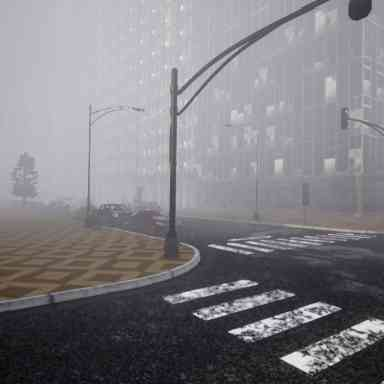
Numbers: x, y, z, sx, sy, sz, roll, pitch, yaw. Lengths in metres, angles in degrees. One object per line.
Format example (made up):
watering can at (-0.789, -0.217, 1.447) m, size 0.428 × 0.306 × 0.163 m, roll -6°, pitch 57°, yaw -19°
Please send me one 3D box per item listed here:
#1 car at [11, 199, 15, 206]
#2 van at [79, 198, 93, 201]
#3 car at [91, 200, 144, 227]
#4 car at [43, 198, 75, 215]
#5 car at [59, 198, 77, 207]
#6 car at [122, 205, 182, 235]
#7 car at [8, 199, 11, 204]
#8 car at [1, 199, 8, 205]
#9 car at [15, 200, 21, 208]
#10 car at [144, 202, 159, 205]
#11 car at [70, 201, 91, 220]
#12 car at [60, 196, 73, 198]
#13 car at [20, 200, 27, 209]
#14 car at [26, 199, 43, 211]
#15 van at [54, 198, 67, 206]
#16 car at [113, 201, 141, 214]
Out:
car at (-31.535, 2.123, 61.307) m, size 2.008 × 1.369 × 4.403 m, roll 1°, pitch -1°, yaw -35°
van at (-18.154, 1.953, 56.792) m, size 1.690 × 1.788 × 3.998 m, roll 1°, pitch -1°, yaw -35°
car at (-5.487, 1.575, 24.042) m, size 1.967 × 1.590 × 4.097 m, roll 1°, pitch -1°, yaw -35°
car at (-15.255, 1.739, 38.017) m, size 1.967 × 1.590 × 4.097 m, roll 1°, pitch -1°, yaw -35°
car at (-24.666, 2.036, 66.109) m, size 2.192 × 1.841 × 5.009 m, roll 1°, pitch -1°, yaw -35°
car at (-2.232, 1.662, 19.382) m, size 1.802 × 1.307 × 4.206 m, roll 1°, pitch -1°, yaw -35°
car at (-34.791, 2.209, 65.965) m, size 1.802 × 1.307 × 4.206 m, roll 1°, pitch -1°, yaw -35°
car at (-41.302, 2.287, 75.282) m, size 2.008 × 1.369 × 4.403 m, roll 1°, pitch -1°, yaw -35°
car at (-28.278, 2.062, 56.649) m, size 1.887 × 1.381 × 4.507 m, roll 1°, pitch -1°, yaw -35°
car at (-5.130, 1.833, 38.158) m, size 1.967 × 1.590 × 4.097 m, roll 1°, pitch -1°, yaw -35°
car at (-8.646, 1.713, 28.560) m, size 1.752 × 1.417 × 4.829 m, roll 1°, pitch -1°, yaw -35°
car at (-22.017, 1.808, 57.825) m, size 2.150 × 2.045 × 5.566 m, roll 1°, pitch -2°, yaw -35°
car at (-25.023, 2.029, 51.990) m, size 1.947 × 1.339 × 4.313 m, roll 1°, pitch -1°, yaw -35°
car at (-21.767, 1.959, 47.332) m, size 2.008 × 1.369 × 4.403 m, roll 1°, pitch -1°, yaw -35°
van at (-27.921, 2.117, 70.767) m, size 1.690 × 1.788 × 3.998 m, roll 1°, pitch -1°, yaw -35°
car at (-8.483, 1.974, 42.954) m, size 1.752 × 1.417 × 4.829 m, roll 1°, pitch -1°, yaw -35°
